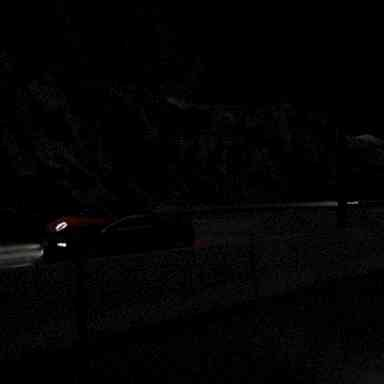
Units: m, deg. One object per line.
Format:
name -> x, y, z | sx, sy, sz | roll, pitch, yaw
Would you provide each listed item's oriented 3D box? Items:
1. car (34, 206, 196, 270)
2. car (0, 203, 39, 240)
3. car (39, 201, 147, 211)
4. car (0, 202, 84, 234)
car -> -2.186, 1.406, 10.778 | 4.902, 1.511, 2.128 | -1, 1, -33
car -> -8.637, 1.438, 14.864 | 4.892, 1.490, 1.837 | -1, 1, -34
car -> -3.681, 1.249, 13.965 | 4.553, 1.767, 2.097 | -1, 1, -33
car -> -8.889, 1.400, 18.934 | 4.892, 1.490, 1.837 | -1, 1, -33
